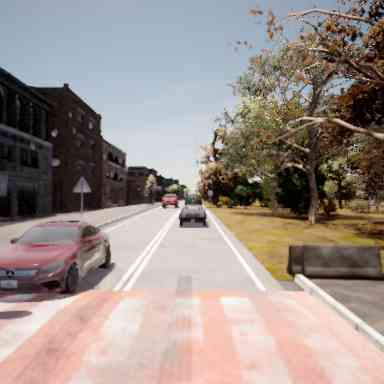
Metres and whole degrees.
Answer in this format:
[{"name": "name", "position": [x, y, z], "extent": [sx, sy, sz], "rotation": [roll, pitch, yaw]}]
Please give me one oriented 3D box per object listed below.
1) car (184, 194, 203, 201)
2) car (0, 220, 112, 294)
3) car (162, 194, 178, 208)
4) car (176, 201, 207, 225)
[{"name": "car", "position": [0.189, 1.261, 43.442], "extent": [2.150, 2.045, 5.566], "rotation": [0, 0, 0]}, {"name": "car", "position": [-3.333, 1.475, 8.429], "extent": [1.812, 1.442, 4.674], "rotation": [0, -1, 0]}, {"name": "car", "position": [-3.194, 1.315, 49.037], "extent": [2.150, 2.045, 5.566], "rotation": [0, -1, 1]}, {"name": "car", "position": [0.076, 1.576, 23.809], "extent": [1.895, 1.301, 4.718], "rotation": [0, 0, 1]}]
